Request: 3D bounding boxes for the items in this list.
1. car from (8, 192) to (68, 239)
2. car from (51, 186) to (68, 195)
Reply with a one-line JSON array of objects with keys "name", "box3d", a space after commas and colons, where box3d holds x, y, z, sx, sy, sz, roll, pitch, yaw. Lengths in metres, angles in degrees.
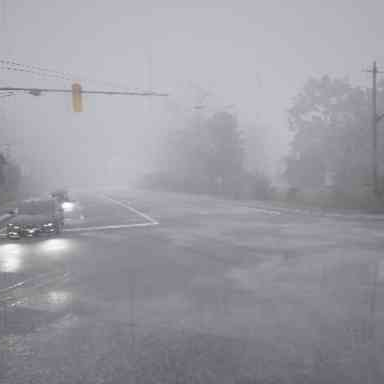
[{"name": "car", "box3d": [-6.825, 1.080, 14.876, 1.837, 1.490, 4.892, -3, 4, -18]}, {"name": "car", "box3d": [-14.468, 0.414, 36.130, 1.895, 1.301, 4.718, -3, 3, -21]}]
